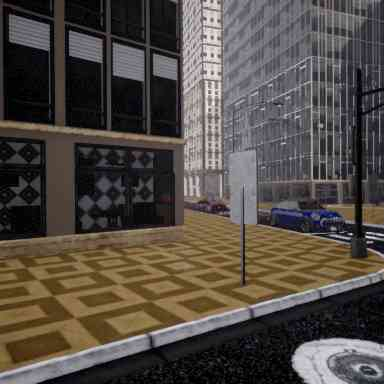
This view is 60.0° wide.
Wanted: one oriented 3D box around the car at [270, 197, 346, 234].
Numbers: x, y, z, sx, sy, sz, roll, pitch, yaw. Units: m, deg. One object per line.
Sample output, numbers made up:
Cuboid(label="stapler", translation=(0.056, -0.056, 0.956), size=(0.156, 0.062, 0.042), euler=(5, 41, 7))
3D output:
Cuboid(label="car", translation=(6.302, 1.214, 18.599), size=(2.097, 1.767, 4.553), euler=(-1, 1, -19))

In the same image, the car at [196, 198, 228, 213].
Cuboid(label="car", translation=(1.827, 1.231, 31.941), size=(1.994, 1.385, 4.181), euler=(-1, 1, -19))
